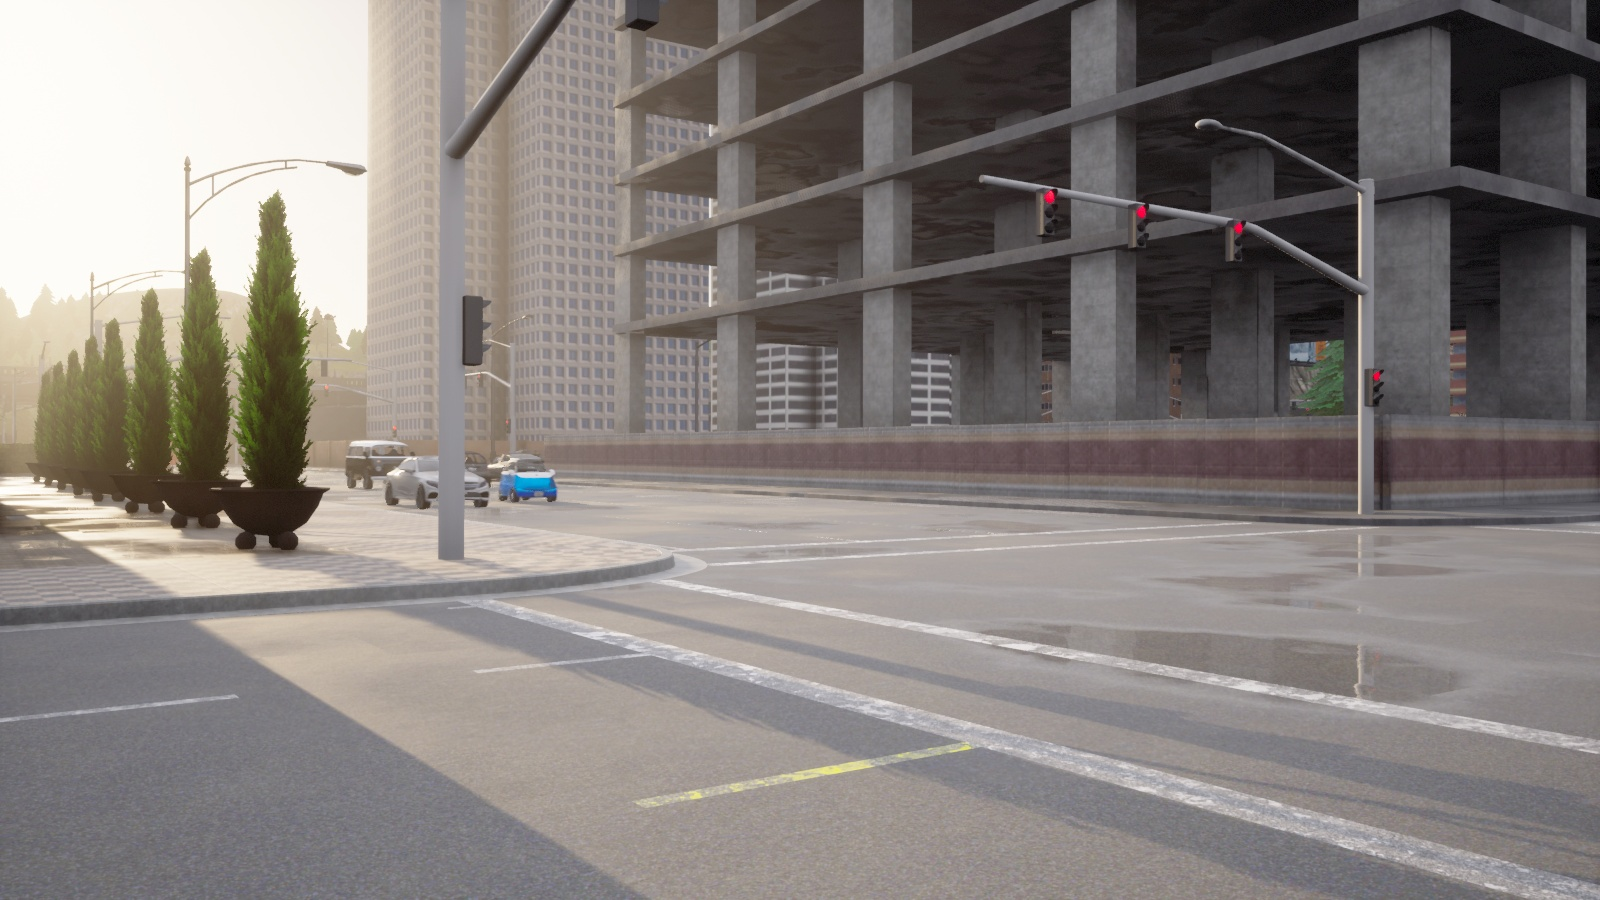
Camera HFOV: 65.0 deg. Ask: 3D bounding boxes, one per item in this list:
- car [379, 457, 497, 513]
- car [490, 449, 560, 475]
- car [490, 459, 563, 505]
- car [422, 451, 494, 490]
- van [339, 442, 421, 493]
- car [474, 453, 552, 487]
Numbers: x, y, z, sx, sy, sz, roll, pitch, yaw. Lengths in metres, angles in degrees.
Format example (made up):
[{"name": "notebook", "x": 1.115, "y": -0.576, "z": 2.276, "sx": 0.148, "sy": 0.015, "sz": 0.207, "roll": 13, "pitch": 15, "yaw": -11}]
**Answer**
[{"name": "car", "x": -10.311, "y": 0.935, "z": 35.541, "sx": 1.812, "sy": 1.442, "sz": 4.674, "roll": 0, "pitch": 0, "yaw": -34}, {"name": "car", "x": -20.282, "y": 0.887, "z": 92.697, "sx": 4.605, "sy": 1.855, "sz": 1.932, "roll": 0, "pitch": 0, "yaw": -34}, {"name": "car", "x": -8.531, "y": 0.969, "z": 39.135, "sx": 1.481, "sy": 1.376, "sz": 2.207, "roll": 0, "pitch": -1, "yaw": -34}, {"name": "car", "x": -14.915, "y": 0.864, "z": 54.647, "sx": 1.851, "sy": 1.617, "sz": 3.988, "roll": 0, "pitch": 0, "yaw": -34}, {"name": "van", "x": -17.517, "y": 0.689, "z": 52.251, "sx": 2.069, "sy": 2.038, "sz": 4.480, "roll": 0, "pitch": 0, "yaw": -34}, {"name": "car", "x": -13.466, "y": 0.919, "z": 58.723, "sx": 2.007, "sy": 1.525, "sz": 4.514, "roll": 0, "pitch": 0, "yaw": -34}]
